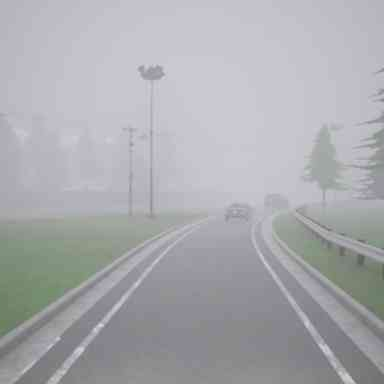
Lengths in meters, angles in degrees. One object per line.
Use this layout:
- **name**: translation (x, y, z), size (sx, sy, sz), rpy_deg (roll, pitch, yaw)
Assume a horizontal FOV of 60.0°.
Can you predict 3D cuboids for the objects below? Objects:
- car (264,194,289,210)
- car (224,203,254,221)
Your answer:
- **car**: translation (11.203, 1.261, 44.020), size (2.150, 2.045, 5.566), rpy_deg (0, 0, 30)
- **car**: translation (3.933, 1.567, 27.280), size (2.033, 1.411, 5.357), rpy_deg (0, 0, 17)
